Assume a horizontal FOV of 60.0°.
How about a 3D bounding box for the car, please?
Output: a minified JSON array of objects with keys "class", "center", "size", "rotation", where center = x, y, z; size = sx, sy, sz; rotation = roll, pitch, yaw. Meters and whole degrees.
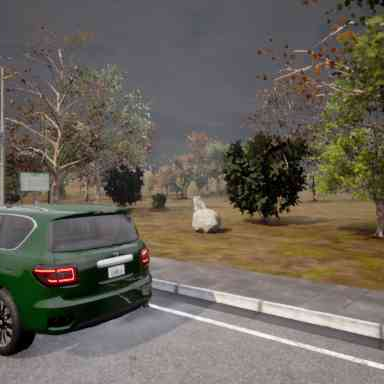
[{"class":"car","center":[-3.265,1.221,6.299],"size":[5.566,2.045,2.150],"rotation":[0,0,35]}]
